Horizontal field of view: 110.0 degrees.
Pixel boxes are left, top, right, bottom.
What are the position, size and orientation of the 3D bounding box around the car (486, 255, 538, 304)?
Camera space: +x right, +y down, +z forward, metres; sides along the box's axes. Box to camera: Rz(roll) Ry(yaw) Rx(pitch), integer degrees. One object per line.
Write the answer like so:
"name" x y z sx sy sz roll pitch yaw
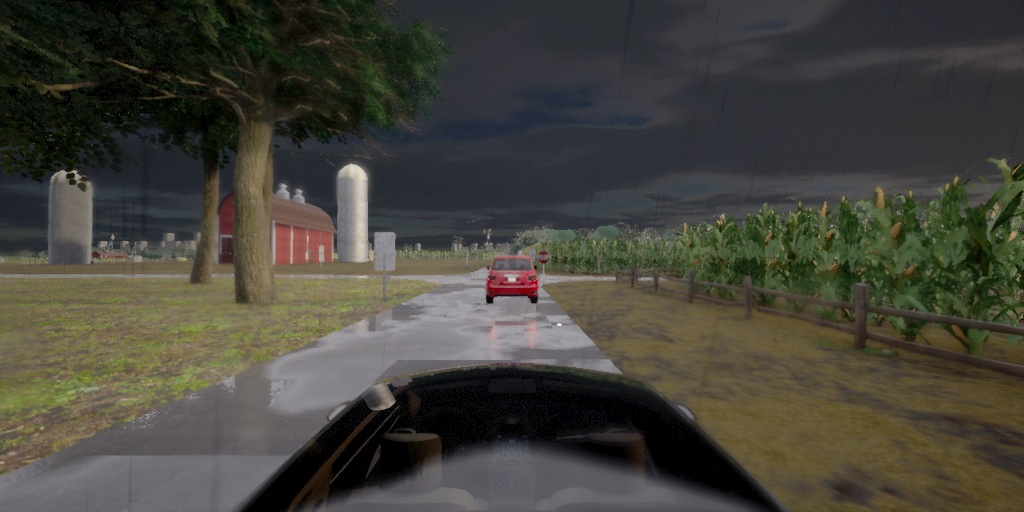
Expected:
"car" 0.000 1.009 16.534 2.150 2.045 5.566 0 0 0
